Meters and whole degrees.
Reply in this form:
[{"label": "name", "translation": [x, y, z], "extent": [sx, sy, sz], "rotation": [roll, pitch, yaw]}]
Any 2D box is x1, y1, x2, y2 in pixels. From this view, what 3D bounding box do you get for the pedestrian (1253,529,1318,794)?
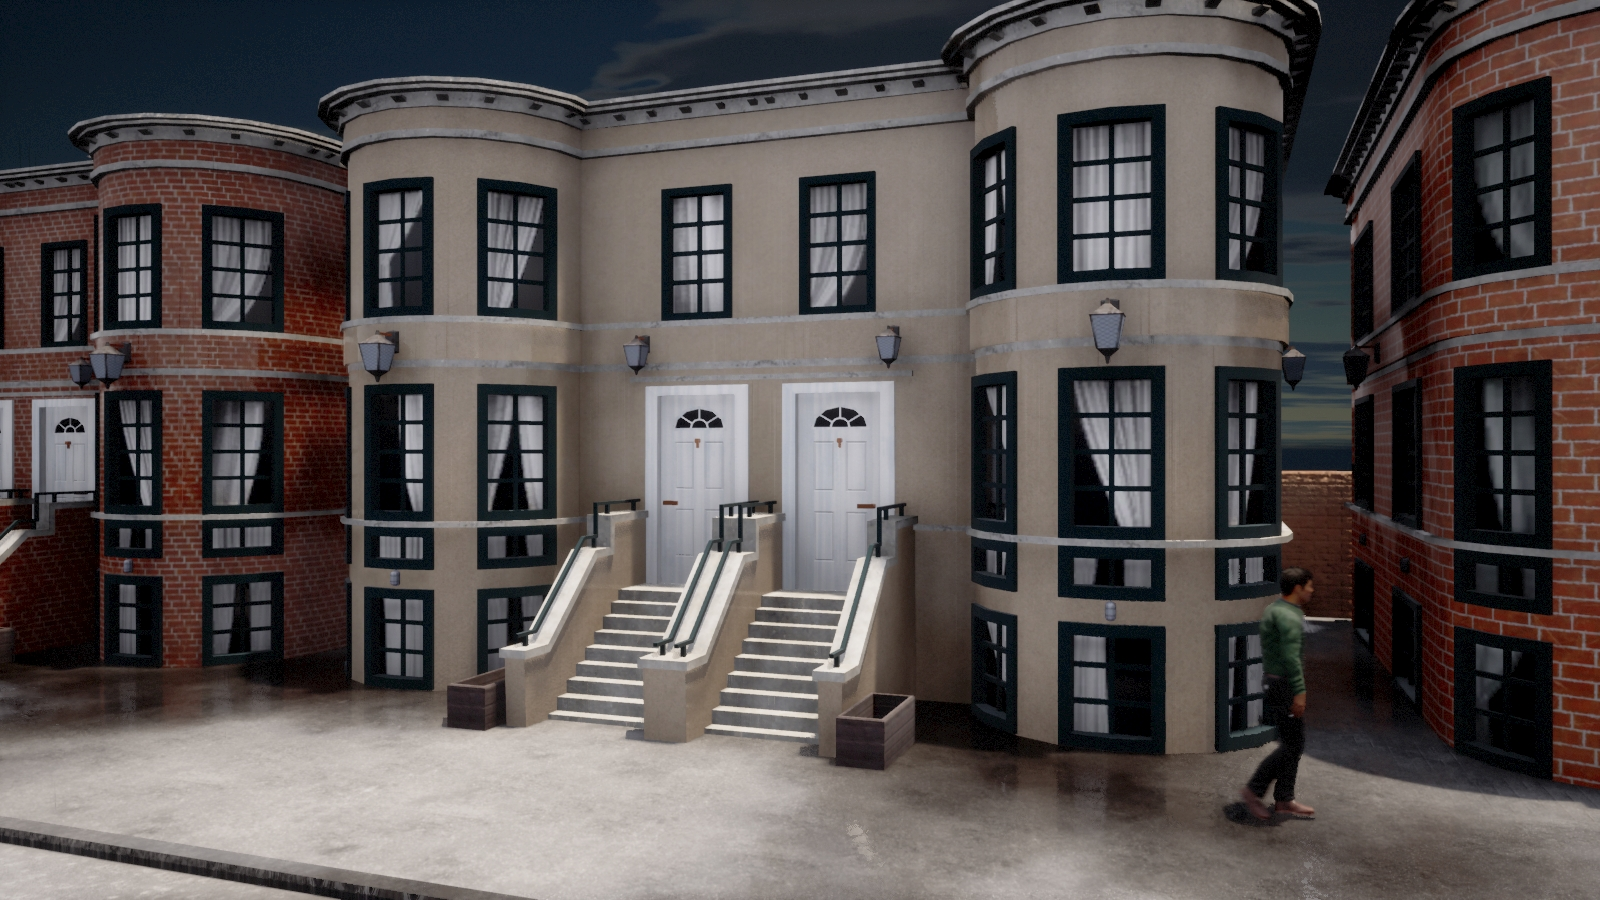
[{"label": "pedestrian", "translation": [3.555, 1.525, 8.377], "extent": [0.375, 1.860, 0.375], "rotation": [0, 0, 12]}]
